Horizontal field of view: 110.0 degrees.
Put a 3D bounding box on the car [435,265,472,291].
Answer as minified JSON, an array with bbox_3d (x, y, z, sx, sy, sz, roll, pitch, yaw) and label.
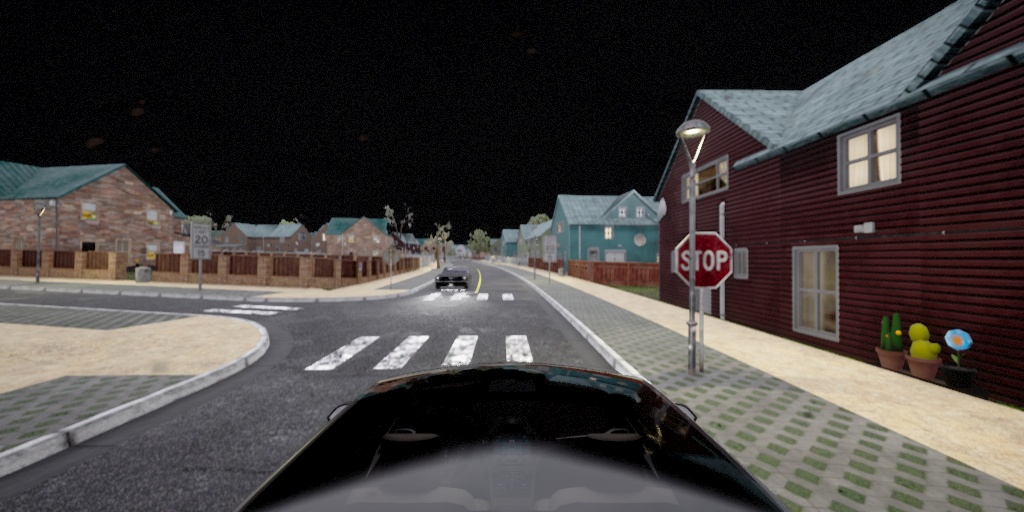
[{"bbox_3d":[-3.402,1.248,21.432,1.895,1.301,4.718,0,0,-4],"label":"car"}]
